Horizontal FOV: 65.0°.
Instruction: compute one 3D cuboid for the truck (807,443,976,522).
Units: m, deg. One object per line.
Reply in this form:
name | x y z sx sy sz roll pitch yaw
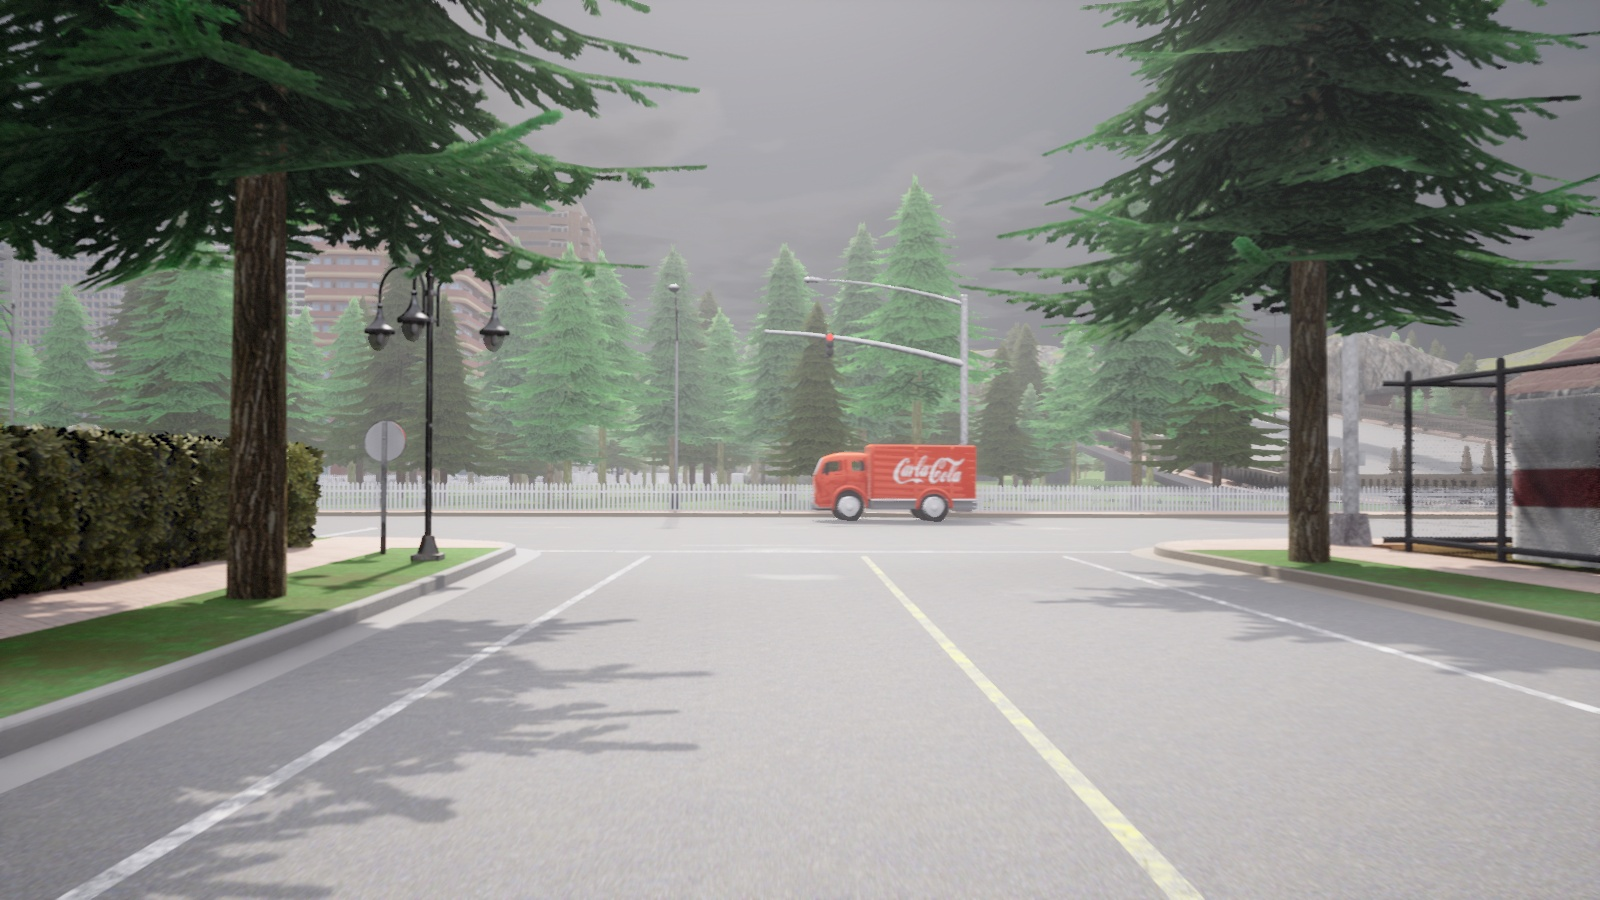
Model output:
truck | 2.893 1.037 40.801 5.204 2.467 2.627 0 -1 -2
